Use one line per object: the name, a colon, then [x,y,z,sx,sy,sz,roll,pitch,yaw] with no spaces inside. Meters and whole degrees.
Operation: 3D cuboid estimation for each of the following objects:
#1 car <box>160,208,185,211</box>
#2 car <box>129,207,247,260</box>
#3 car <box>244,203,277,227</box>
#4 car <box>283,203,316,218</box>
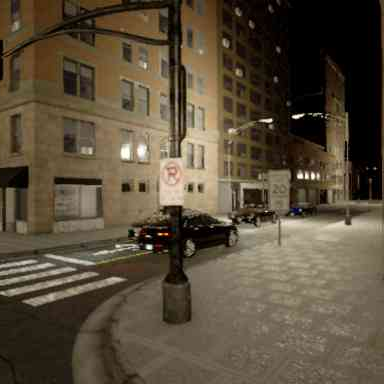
car: [-0.952,1.574,16.289,2.128,1.511,4.902,-1,0,35]
car: [0.028,1.563,12.985,1.837,1.490,4.892,-3,-2,37]
car: [4.558,1.605,23.918,1.837,1.490,4.892,-1,0,36]
car: [10.386,1.722,32.001,1.895,1.301,4.718,-1,0,36]
